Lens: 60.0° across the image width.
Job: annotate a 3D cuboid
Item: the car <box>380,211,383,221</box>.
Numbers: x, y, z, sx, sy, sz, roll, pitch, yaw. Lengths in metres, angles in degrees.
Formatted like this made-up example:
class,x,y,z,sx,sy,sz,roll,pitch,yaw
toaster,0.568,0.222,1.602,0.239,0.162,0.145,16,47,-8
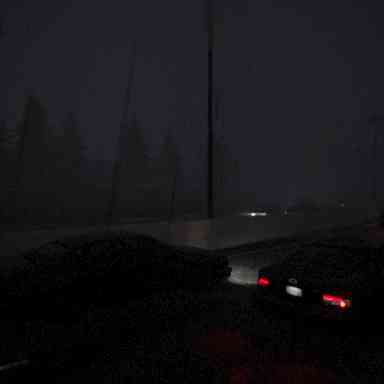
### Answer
class,x,y,z,sx,sy,sz,roll,pitch,yaw
car,13.706,1.533,21.725,2.128,1.511,4.902,0,0,41

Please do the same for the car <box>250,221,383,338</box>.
class,x,y,z,sx,sy,sz,roll,pitch,yaw
car,3.488,1.562,6.685,5.357,1.411,2.033,0,0,-40

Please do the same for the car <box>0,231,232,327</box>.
class,x,y,z,sx,sy,sz,roll,pitch,yaw
car,-1.609,1.568,7.090,5.357,1.411,2.033,0,0,-38

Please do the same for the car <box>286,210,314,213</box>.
class,x,y,z,sx,sy,sz,roll,pitch,yaw
car,9.289,1.587,27.604,1.812,1.442,4.674,0,0,39
